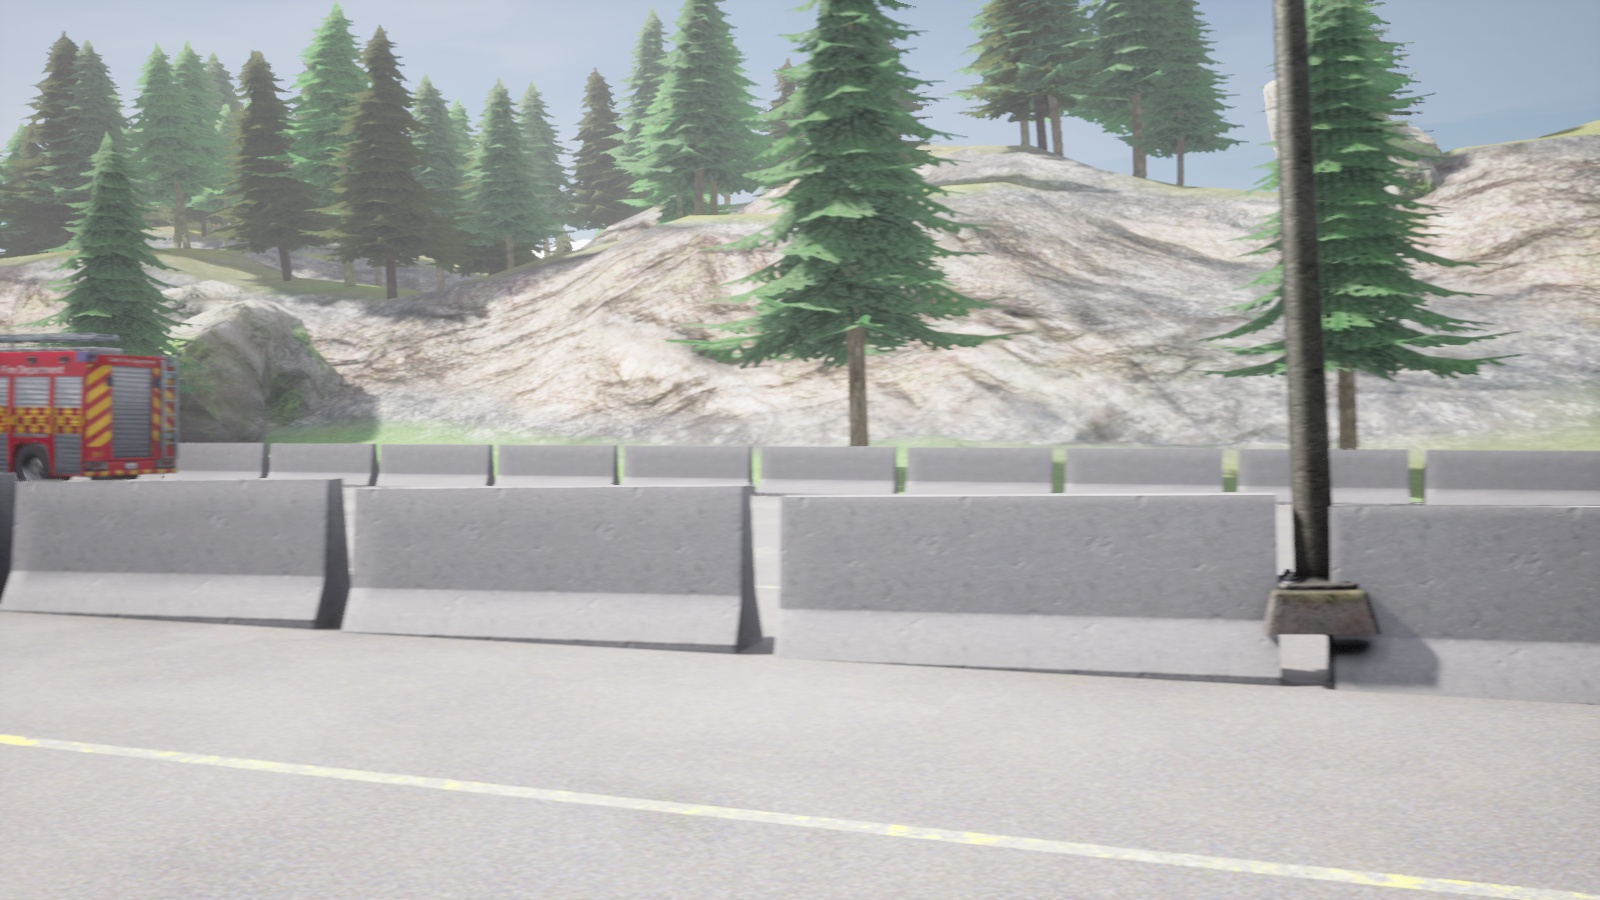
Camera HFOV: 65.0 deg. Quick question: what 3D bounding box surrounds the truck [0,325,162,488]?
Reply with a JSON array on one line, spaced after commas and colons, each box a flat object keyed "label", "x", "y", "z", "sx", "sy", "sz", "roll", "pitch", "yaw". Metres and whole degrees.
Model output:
[{"label": "truck", "x": -20.929, "y": -1.139, "z": 32.368, "sx": 8.468, "sy": 3.827, "sz": 2.891, "roll": 1, "pitch": 1, "yaw": 19}]
